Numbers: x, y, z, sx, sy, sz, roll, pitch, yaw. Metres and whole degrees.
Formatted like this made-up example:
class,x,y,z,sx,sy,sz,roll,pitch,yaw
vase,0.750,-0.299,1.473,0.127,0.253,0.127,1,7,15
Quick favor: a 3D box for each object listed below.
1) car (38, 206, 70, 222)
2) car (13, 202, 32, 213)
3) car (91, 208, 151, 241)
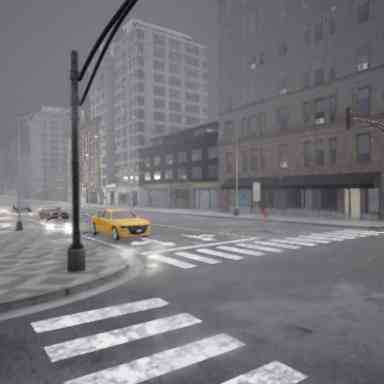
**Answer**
class,x,y,z,sx,sy,sz,roll,pitch,yaw
car,-12.786,1.989,30.824,1.895,1.301,4.718,-1,0,-35
car,-23.853,2.112,46.647,1.882,1.535,5.008,-1,0,-35
car,-4.065,1.679,18.480,1.882,1.535,5.008,-1,0,-35
